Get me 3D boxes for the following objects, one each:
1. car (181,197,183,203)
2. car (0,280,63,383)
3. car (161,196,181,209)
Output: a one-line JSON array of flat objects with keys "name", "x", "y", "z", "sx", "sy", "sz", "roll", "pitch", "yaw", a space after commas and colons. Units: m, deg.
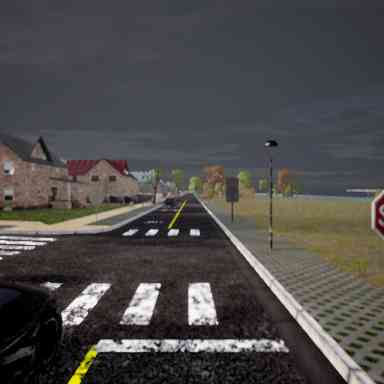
[{"name": "car", "x": -2.853, "y": 1.456, "z": 67.199, "sx": 2.033, "sy": 1.411, "sz": 5.357, "roll": 0, "pitch": 0, "yaw": 0}, {"name": "car", "x": -2.754, "y": 1.563, "z": 2.866, "sx": 1.994, "sy": 1.385, "sz": 4.181, "roll": 0, "pitch": 0, "yaw": 0}, {"name": "car", "x": -2.818, "y": 1.505, "z": 43.357, "sx": 1.837, "sy": 1.490, "sz": 4.892, "roll": 0, "pitch": 0, "yaw": 0}]
